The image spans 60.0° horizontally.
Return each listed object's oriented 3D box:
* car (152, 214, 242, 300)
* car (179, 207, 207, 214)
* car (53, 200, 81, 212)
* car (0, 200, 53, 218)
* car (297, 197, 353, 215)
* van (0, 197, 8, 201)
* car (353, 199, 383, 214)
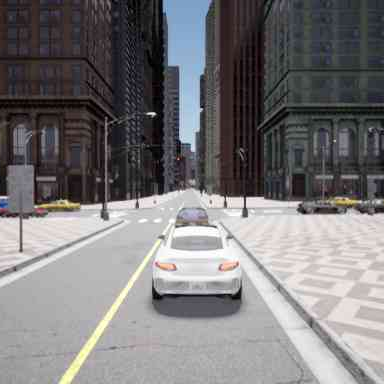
[{"bbox_3d":[0.099,1.517,8.247,1.812,1.442,4.674,0,0,0],"label":"car"},{"bbox_3d":[0.028,1.524,17.837,2.033,1.411,5.357,0,0,1],"label":"car"},{"bbox_3d":[-15.450,1.566,38.634,4.829,1.417,1.752,-1,1,0],"label":"car"},{"bbox_3d":[-15.287,1.713,30.110,4.206,1.307,1.802,-1,1,0],"label":"car"},{"bbox_3d":[11.682,1.403,30.057,4.313,1.339,1.947,-1,1,0],"label":"car"},{"bbox_3d":[-20.962,1.437,38.640,3.998,1.788,1.690,-1,1,0],"label":"van"},{"bbox_3d":[17.060,1.327,30.046,4.403,1.369,2.008,-1,1,0],"label":"car"}]
